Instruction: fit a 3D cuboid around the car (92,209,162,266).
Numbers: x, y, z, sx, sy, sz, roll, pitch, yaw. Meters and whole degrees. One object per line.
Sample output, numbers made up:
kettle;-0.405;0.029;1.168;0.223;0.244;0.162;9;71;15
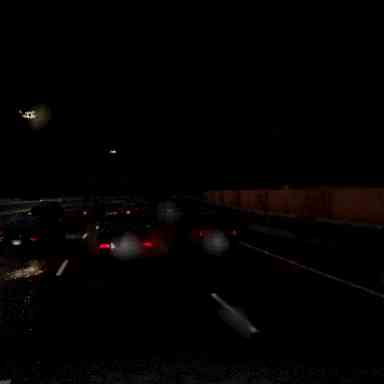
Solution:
car;-2.381;1.546;11.673;2.033;1.411;5.357;0;0;-13

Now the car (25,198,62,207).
car;-12.499;1.524;28.959;1.812;1.442;4.674;0;0;-7

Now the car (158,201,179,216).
car;-2.139;1.521;30.766;1.812;1.442;4.674;0;0;-6

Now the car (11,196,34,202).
car;-27.406;1.489;55.694;2.128;1.511;4.902;0;0;3

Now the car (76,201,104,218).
car;-9.051;1.523;29.582;1.812;1.442;4.674;0;0;-7

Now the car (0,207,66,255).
car;-6.326;1.526;13.357;1.812;1.442;4.674;0;-1;-12

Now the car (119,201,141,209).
car;-5.599;1.522;30.178;1.812;1.442;4.674;0;0;-7

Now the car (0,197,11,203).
car;-30.907;1.525;55.880;1.812;1.442;4.674;0;0;3

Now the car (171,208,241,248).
car;0.506;1.598;14.837;1.895;1.301;4.718;0;0;-12
